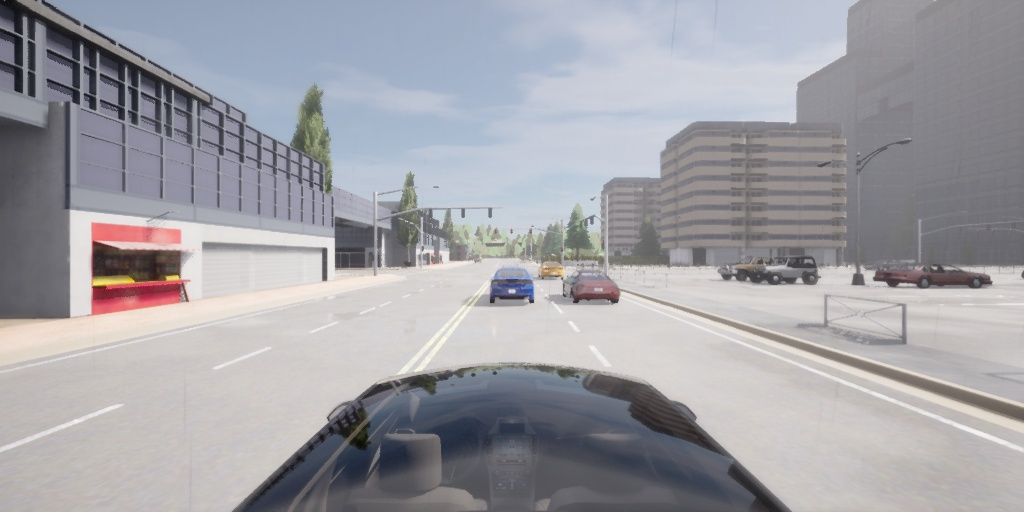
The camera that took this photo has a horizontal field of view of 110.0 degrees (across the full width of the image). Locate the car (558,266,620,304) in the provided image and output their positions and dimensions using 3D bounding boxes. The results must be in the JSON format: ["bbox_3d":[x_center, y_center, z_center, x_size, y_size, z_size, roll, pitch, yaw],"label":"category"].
[{"bbox_3d":[3.500,1.321,16.500,1.994,1.385,4.181,0,0,0],"label":"car"}]

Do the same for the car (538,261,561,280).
[{"bbox_3d":[3.373,1.234,31.617,1.882,1.535,5.008,0,0,-1],"label":"car"}]

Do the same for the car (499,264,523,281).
[{"bbox_3d":[-0.126,1.365,31.568,1.895,1.301,4.718,0,0,-1],"label":"car"}]

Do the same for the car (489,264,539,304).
[{"bbox_3d":[0.000,1.234,16.500,1.882,1.535,5.008,0,0,0],"label":"car"}]

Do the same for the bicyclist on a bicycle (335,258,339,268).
[{"bbox_3d":[-26.165,1.051,53.320,0.582,1.620,1.656,0,0,-1],"label":"bicyclist on a bicycle"}]
